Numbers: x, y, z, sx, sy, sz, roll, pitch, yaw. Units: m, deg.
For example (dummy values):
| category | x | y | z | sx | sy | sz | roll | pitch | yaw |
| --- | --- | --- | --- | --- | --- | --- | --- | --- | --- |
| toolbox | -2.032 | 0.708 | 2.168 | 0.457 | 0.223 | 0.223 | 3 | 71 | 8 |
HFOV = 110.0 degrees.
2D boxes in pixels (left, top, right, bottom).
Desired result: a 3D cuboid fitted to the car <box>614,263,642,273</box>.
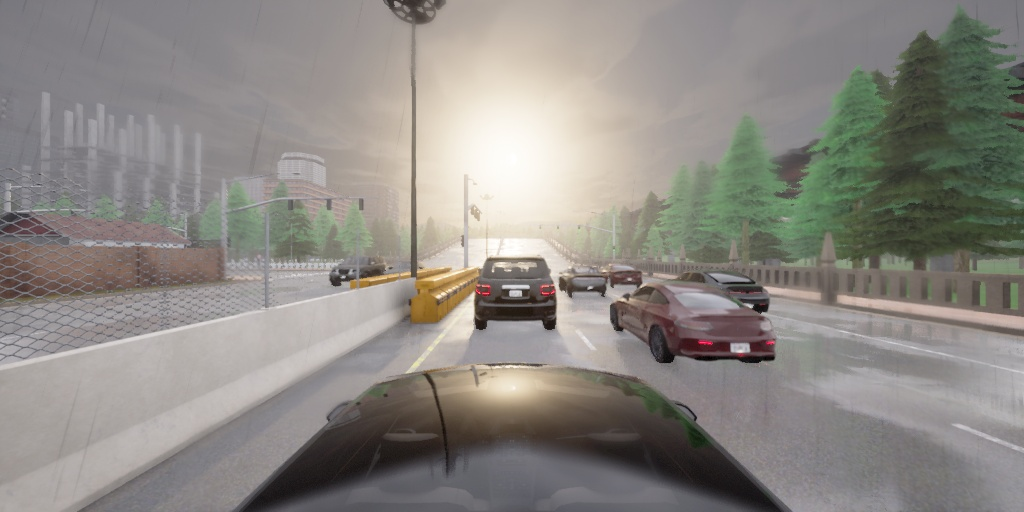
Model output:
| category | x | y | z | sx | sy | sz | roll | pitch | yaw |
| --- | --- | --- | --- | --- | --- | --- | --- | --- | --- |
| car | 7.077 | 1.230 | 24.058 | 1.882 | 1.535 | 5.008 | 0 | 0 | 0 |

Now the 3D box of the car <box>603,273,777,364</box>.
| category | x | y | z | sx | sy | sz | roll | pitch | yaw |
| --- | --- | --- | --- | --- | --- | --- | --- | --- | --- |
| car | 3.597 | 1.276 | 7.950 | 1.812 | 1.442 | 4.674 | 0 | 0 | 0 |

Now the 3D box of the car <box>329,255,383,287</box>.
| category | x | y | z | sx | sy | sz | roll | pitch | yaw |
| --- | --- | --- | --- | --- | --- | --- | --- | --- | --- |
| car | -10.527 | 0.970 | 25.084 | 2.150 | 2.045 | 5.566 | 0 | 0 | 0 |

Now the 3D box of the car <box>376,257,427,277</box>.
| category | x | y | z | sx | sy | sz | roll | pitch | yaw |
| --- | --- | --- | --- | --- | --- | --- | --- | --- | --- |
| car | -7.040 | 1.103 | 24.083 | 2.097 | 1.767 | 4.553 | 0 | 0 | 0 |

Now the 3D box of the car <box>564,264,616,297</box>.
| category | x | y | z | sx | sy | sz | roll | pitch | yaw |
| --- | --- | --- | --- | --- | --- | --- | --- | --- | --- |
| car | 3.584 | 1.244 | 18.856 | 2.128 | 1.511 | 4.902 | 0 | 0 | 0 |

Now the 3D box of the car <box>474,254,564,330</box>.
| category | x | y | z | sx | sy | sz | roll | pitch | yaw |
| --- | --- | --- | --- | --- | --- | --- | --- | --- | --- |
| car | 0.088 | 0.974 | 11.201 | 2.150 | 2.045 | 5.566 | 0 | 0 | 0 |

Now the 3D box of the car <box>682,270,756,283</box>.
| category | x | y | z | sx | sy | sz | roll | pitch | yaw |
| --- | --- | --- | --- | --- | --- | --- | --- | --- | --- |
| car | 7.089 | 1.257 | 13.135 | 1.837 | 1.490 | 4.892 | 0 | 0 | 0 |
